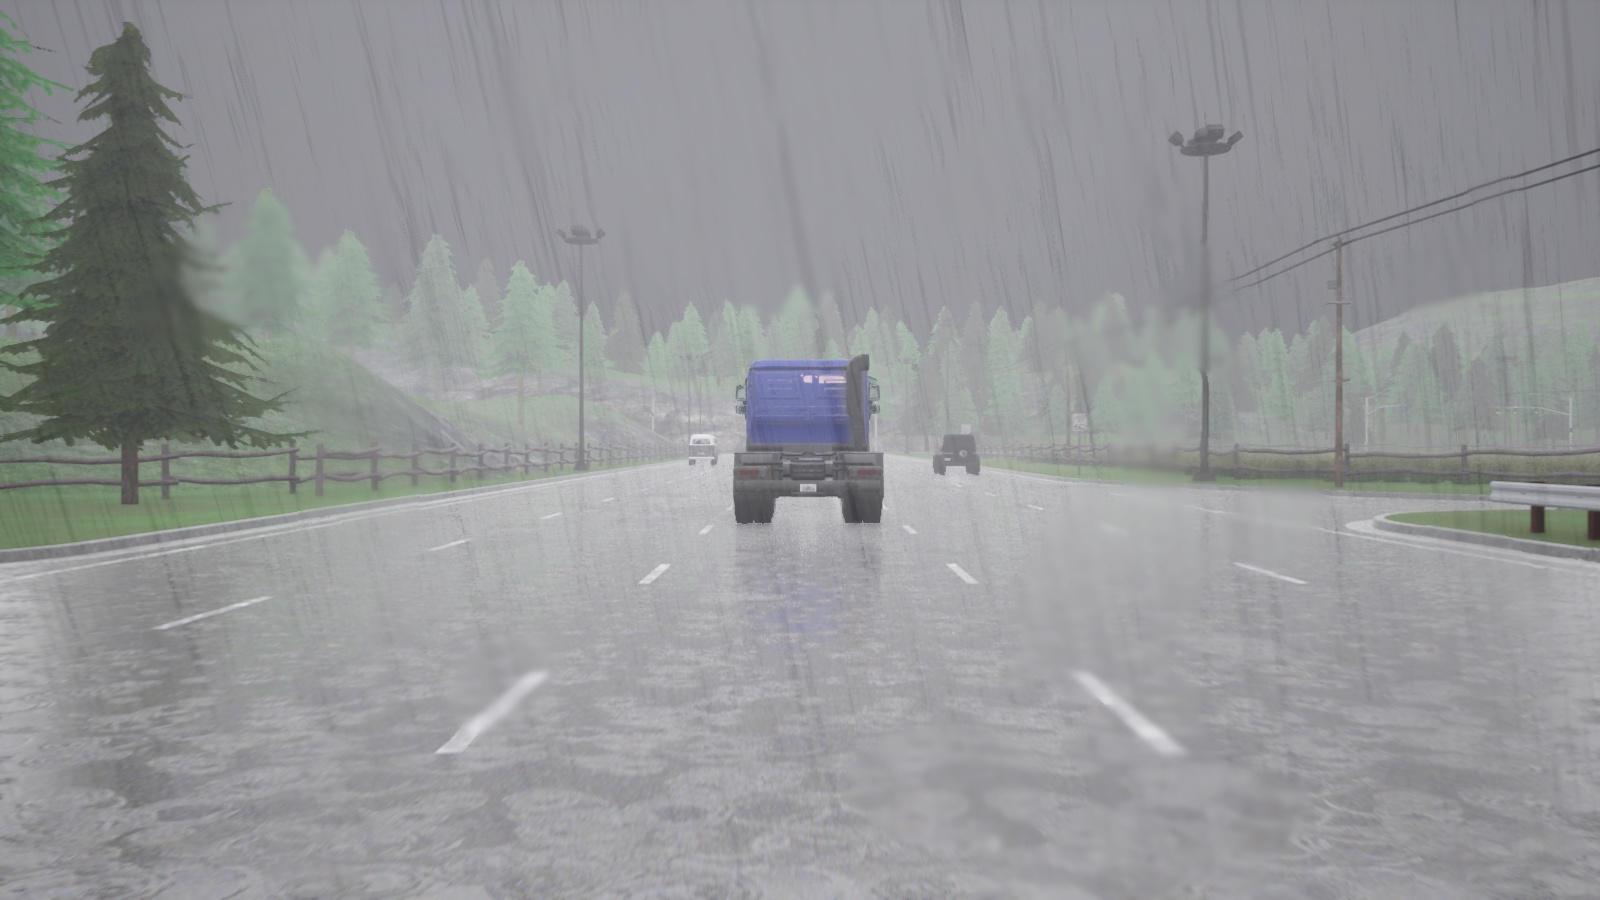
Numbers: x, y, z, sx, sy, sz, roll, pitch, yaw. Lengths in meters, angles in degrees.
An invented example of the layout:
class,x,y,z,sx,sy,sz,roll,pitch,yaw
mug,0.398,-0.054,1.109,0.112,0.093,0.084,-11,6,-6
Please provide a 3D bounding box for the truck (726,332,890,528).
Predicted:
class,x,y,z,sx,sy,sz,roll,pitch,yaw
truck,0.164,-0.383,26.164,2.891,3.462,7.936,0,0,0

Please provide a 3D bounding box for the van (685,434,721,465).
class,x,y,z,sx,sy,sz,roll,pitch,yaw
van,-6.502,-0.018,84.785,2.069,2.038,4.480,0,0,0

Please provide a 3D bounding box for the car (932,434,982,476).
class,x,y,z,sx,sy,sz,roll,pitch,yaw
car,7.350,0.215,59.228,1.905,1.878,3.866,0,0,0
